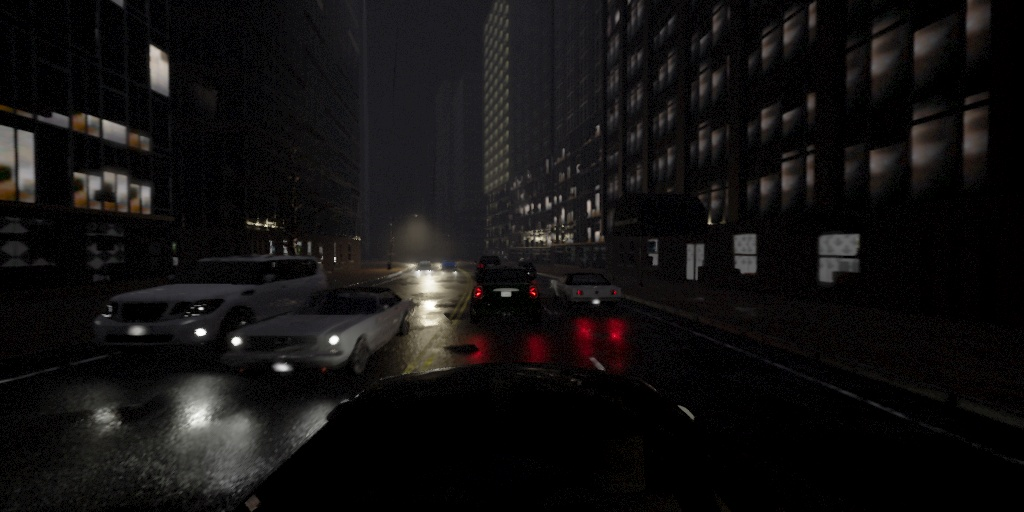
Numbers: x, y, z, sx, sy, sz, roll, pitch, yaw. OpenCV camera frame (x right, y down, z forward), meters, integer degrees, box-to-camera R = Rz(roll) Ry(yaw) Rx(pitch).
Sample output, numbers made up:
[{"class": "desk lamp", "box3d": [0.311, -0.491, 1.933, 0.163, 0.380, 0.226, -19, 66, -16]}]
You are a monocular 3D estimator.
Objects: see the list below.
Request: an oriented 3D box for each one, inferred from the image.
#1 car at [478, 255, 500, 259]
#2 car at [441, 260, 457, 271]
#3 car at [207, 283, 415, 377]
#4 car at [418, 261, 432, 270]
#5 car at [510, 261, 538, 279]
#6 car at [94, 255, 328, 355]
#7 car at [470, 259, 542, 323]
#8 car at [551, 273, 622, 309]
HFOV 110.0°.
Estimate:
[{"class": "car", "box3d": [-2.145, 0.971, 32.305, 2.150, 2.045, 5.566, 0, 0, -8]}, {"class": "car", "box3d": [-8.490, 1.236, 48.301, 1.882, 1.535, 5.008, 0, 0, -12]}, {"class": "car", "box3d": [-3.494, 1.359, 7.551, 1.895, 1.301, 4.718, 0, 0, -2]}, {"class": "car", "box3d": [-12.436, 1.376, 51.124, 1.895, 1.301, 4.718, 0, 0, -13]}, {"class": "car", "box3d": [1.020, 1.240, 32.994, 1.837, 1.490, 4.892, 0, 0, -8]}, {"class": "car", "box3d": [-6.799, 0.989, 9.159, 2.150, 2.045, 5.566, 0, 0, -2]}, {"class": "car", "box3d": [-0.264, 1.103, 12.311, 2.097, 1.767, 4.553, 0, 0, -3]}, {"class": "car", "box3d": [2.866, 1.342, 14.962, 1.895, 1.301, 4.718, 0, 0, -3]}]
